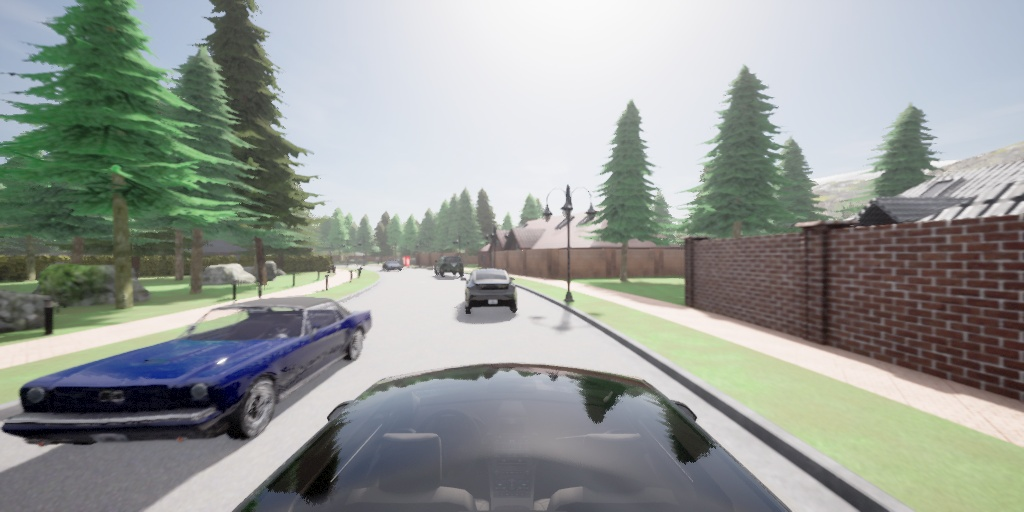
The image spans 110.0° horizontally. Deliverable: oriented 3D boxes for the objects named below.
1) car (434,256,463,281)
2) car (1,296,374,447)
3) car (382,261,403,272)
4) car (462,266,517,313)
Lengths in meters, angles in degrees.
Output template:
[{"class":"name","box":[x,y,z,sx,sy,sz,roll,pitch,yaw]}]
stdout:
[{"class":"car","box":[-6.275,0.981,35.513,2.150,2.045,5.566,0,0,-20]},{"class":"car","box":[-3.800,1.364,5.489,1.895,1.301,4.718,0,0,-3]},{"class":"car","box":[-16.039,1.341,47.907,2.033,1.411,5.357,0,0,-29]},{"class":"car","box":[-0.940,1.253,14.143,1.837,1.490,4.892,0,0,-8]}]
